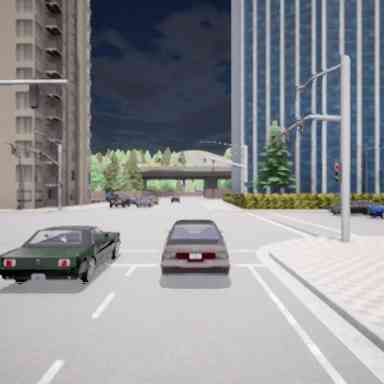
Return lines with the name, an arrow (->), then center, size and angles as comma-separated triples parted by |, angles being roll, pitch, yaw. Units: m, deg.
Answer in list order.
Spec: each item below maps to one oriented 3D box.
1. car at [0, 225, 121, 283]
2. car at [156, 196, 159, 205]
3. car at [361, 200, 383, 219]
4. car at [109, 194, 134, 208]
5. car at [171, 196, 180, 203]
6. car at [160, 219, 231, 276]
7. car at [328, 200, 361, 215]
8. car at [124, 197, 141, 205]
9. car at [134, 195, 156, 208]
car -> -3.409, 1.607, 9.634 | 1.895, 1.301, 4.718 | 0, 0, 0
car -> -7.039, 1.389, 58.956 | 2.097, 1.767, 4.553 | 0, 0, 0
car -> 17.555, 1.496, 28.307 | 5.008, 1.535, 1.882 | 0, 0, -1
car -> -10.584, 1.253, 49.093 | 2.150, 2.045, 5.566 | 0, 0, 0
car -> -3.482, 1.545, 70.822 | 1.837, 1.490, 4.892 | 0, 0, 0
car -> 0.089, 1.554, 10.337 | 2.033, 1.411, 5.357 | 0, 0, 0
car -> 15.597, 1.525, 31.788 | 4.892, 1.490, 1.837 | 0, 0, -1
car -> -10.535, 1.585, 59.332 | 2.033, 1.411, 5.357 | 0, 0, 1
car -> -7.079, 1.384, 50.066 | 2.097, 1.767, 4.553 | 0, 0, 0
